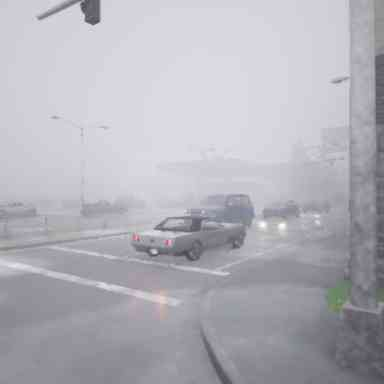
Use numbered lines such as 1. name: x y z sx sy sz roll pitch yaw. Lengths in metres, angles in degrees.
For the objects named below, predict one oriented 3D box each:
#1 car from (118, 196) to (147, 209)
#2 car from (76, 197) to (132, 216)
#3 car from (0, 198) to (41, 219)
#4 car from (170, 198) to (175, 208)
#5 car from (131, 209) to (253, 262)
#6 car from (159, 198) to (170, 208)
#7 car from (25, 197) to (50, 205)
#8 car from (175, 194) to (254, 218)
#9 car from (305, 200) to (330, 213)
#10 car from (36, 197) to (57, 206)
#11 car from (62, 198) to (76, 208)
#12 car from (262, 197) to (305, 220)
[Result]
1. car: -8.209 1.403 44.181 1.932 1.855 4.605 -1 0 35
2. car: -8.369 1.539 31.999 2.007 1.523 4.514 -1 0 35
3. car: -15.445 1.490 28.387 1.970 1.475 3.806 -1 0 35
4. car: -0.964 1.370 48.678 1.905 1.878 3.866 -1 0 35
5. car: 0.154 1.496 11.781 1.895 1.301 4.718 -1 0 36
6. car: -3.315 1.679 51.105 1.970 1.475 3.806 -1 0 35
7. car: -33.819 1.933 72.733 2.007 1.523 4.514 -1 0 35
8. car: 1.733 1.152 19.799 2.150 2.045 5.566 -1 0 36
9. car: 13.480 1.559 36.085 1.895 1.301 4.718 -1 0 36
10. car: -26.046 1.792 57.828 1.845 1.501 3.633 -1 0 35
11. car: -17.936 1.697 51.992 2.007 1.523 4.514 -1 0 35
12. car: 7.574 1.422 27.916 1.882 1.535 5.008 -1 0 35
